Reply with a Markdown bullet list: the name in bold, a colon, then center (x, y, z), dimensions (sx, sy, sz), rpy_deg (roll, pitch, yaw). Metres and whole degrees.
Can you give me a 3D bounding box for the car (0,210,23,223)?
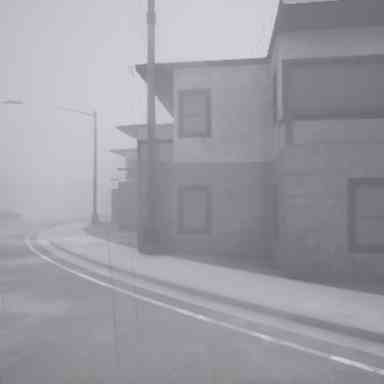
- **car**: center (-21.347, 2.734, 37.635), dimensions (2.033, 1.411, 5.357), rpy_deg (0, -2, 4)
